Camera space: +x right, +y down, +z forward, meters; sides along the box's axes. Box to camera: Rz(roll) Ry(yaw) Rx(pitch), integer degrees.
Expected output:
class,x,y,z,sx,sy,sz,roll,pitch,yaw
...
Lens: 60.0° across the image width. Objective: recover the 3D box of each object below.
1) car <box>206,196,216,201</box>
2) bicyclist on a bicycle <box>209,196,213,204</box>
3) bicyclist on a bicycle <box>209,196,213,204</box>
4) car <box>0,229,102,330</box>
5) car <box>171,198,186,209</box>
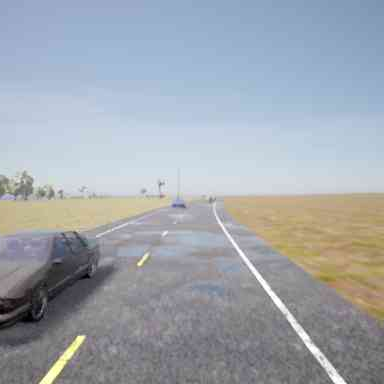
class,x,y,z,sx,sy,sz,roll,pitch,yaw
car,4.904,1.887,89.902,1.895,1.301,4.718,0,0,6
bicyclist on a bicycle,3.420,1.768,63.175,0.582,1.620,1.656,0,-1,4
bicyclist on a bicycle,4.132,1.727,71.860,0.659,1.776,1.843,0,-1,5
car,-3.551,1.587,7.512,2.033,1.411,5.357,0,0,1
car,-1.986,1.734,50.412,1.882,1.535,5.008,0,-1,4
